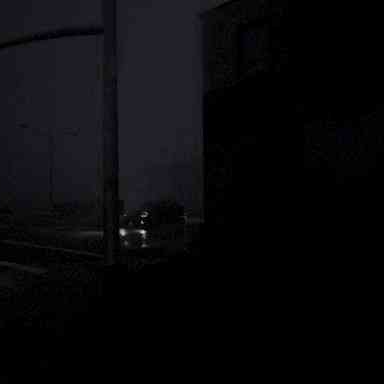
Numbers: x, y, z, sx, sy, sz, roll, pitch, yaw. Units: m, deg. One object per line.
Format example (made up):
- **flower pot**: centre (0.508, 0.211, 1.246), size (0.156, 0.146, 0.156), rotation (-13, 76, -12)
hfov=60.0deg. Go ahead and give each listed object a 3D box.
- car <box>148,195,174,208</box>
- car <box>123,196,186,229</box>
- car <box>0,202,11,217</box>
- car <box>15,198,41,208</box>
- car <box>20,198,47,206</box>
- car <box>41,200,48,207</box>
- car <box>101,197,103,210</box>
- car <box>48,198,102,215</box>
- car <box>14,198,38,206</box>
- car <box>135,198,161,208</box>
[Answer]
- **car**: centre (-4.714, 1.490, 51.342), size (1.905, 1.878, 3.866), rotation (-1, 0, 35)
- **car**: centre (-2.401, 1.348, 21.911), size (2.097, 1.767, 4.553), rotation (-1, 0, 36)
- **car**: centre (-19.189, 1.645, 31.047), size (1.970, 1.475, 3.806), rotation (-1, 0, 35)
- **car**: centre (-29.796, 2.037, 60.485), size (1.845, 1.501, 3.633), rotation (-1, 0, 35)
- **car**: centre (-34.987, 2.188, 73.609), size (2.152, 1.636, 5.027), rotation (-1, 0, 35)
- **car**: centre (-21.684, 1.897, 54.650), size (2.007, 1.523, 4.514), rotation (-1, 0, 35)
- **car**: centre (-11.957, 1.549, 46.842), size (1.932, 1.855, 4.605), rotation (-1, 0, 35)
- **car**: centre (-12.114, 1.667, 34.660), size (2.007, 1.523, 4.514), rotation (-1, 0, 35)
- **car**: centre (-37.571, 2.234, 75.387), size (2.007, 1.523, 4.514), rotation (-1, 0, 35)
- **car**: centre (-7.063, 1.813, 53.767), size (1.970, 1.475, 3.806), rotation (-1, 0, 35)
